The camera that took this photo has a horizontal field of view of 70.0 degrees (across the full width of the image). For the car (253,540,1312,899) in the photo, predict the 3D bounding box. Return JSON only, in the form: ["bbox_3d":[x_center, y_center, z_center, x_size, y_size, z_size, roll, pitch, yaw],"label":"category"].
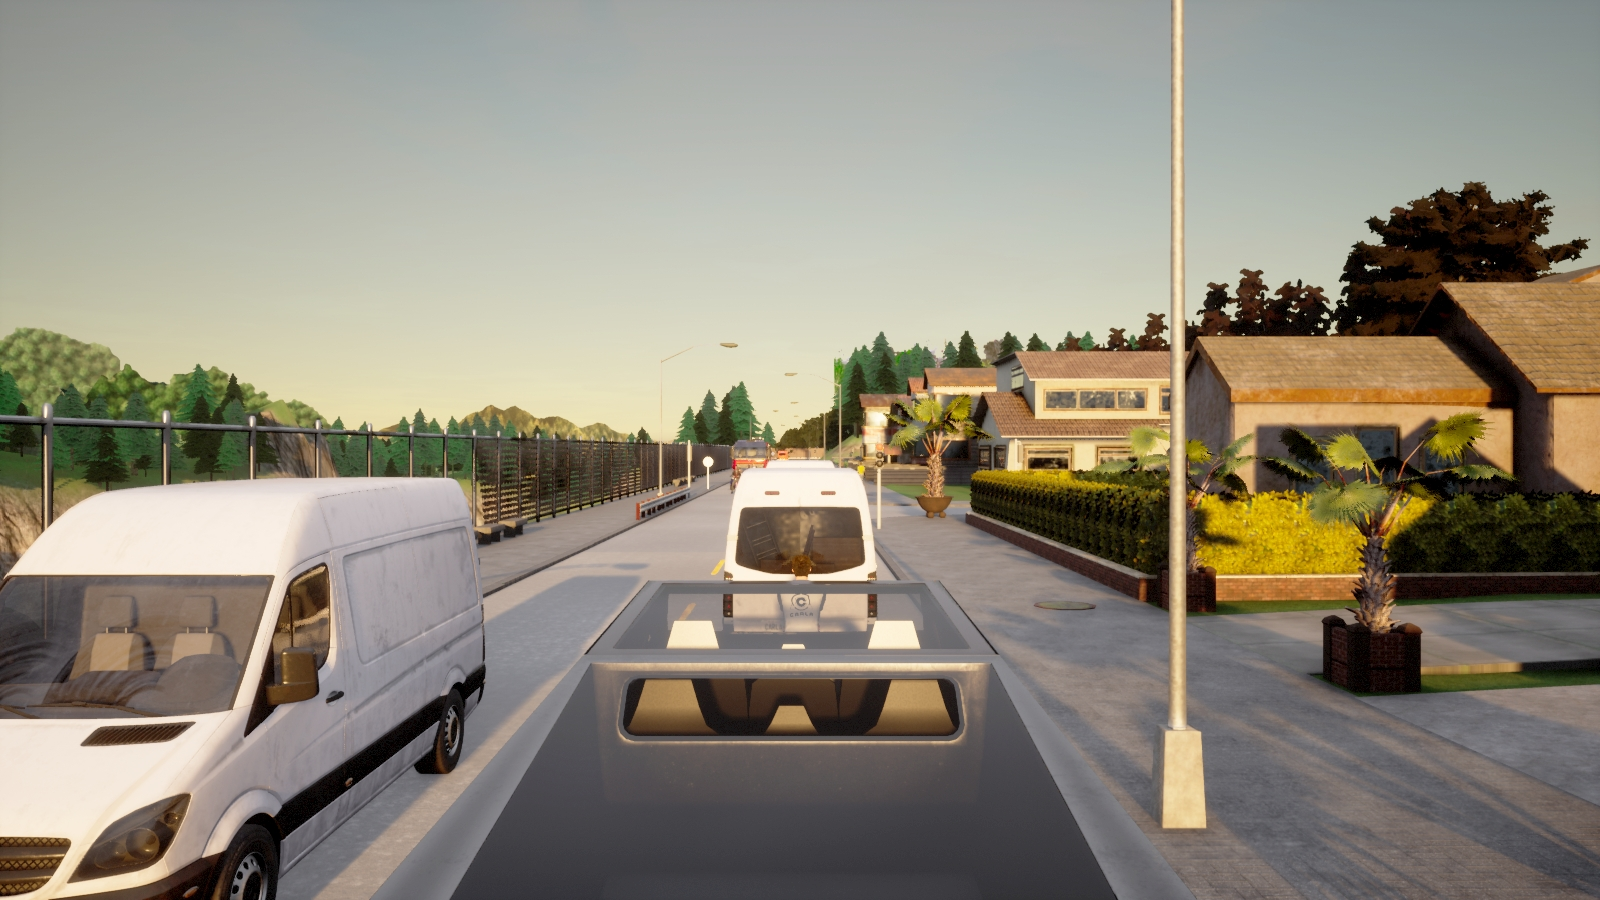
[{"bbox_3d":[-0.034,1.751,5.716,2.390,2.098,6.274,0,0,0],"label":"car"}]

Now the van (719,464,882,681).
[{"bbox_3d":[0.009,1.528,16.844,1.988,2.561,5.915,0,0,0],"label":"van"}]

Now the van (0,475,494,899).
[{"bbox_3d":[-3.993,1.531,8.228,1.988,2.561,5.915,0,0,0],"label":"van"}]

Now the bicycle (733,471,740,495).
[{"bbox_3d":[-3.968,2.032,71.211,0.329,1.471,1.835,0,0,0],"label":"bicycle"}]
